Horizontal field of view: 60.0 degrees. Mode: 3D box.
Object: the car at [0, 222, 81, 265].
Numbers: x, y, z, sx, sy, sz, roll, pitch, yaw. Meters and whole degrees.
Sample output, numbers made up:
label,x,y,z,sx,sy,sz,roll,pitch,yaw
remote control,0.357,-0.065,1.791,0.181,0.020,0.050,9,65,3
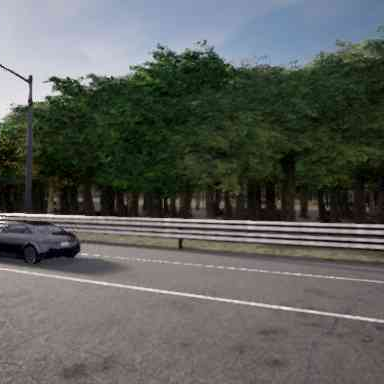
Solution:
label,x,y,z,sx,sy,sz,roll,pitch,yaw
car,-6.323,1.847,12.796,4.181,1.385,1.994,-1,-2,27
